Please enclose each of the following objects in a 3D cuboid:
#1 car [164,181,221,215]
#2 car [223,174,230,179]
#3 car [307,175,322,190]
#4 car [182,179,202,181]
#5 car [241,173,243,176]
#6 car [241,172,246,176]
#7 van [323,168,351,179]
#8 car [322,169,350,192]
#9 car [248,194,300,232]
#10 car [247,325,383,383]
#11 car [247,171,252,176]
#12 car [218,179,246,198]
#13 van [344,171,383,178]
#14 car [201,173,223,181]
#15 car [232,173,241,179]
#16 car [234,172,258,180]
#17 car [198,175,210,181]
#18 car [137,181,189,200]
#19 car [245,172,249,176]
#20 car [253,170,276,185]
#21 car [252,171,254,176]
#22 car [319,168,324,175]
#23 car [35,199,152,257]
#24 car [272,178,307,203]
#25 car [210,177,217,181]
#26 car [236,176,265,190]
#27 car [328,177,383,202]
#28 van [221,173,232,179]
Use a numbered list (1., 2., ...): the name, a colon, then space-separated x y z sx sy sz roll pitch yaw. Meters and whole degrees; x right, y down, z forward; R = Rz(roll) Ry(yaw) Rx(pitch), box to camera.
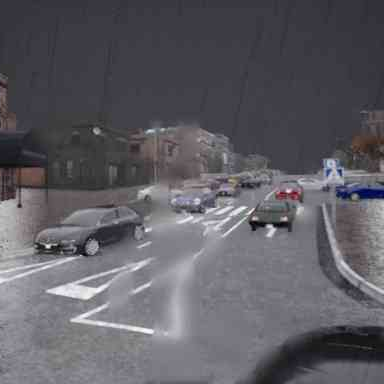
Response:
1. car: 0.181 0.452 22.704 2.097 1.767 4.553 0 4 19
2. car: 2.075 -1.130 44.294 5.008 1.535 2.097 -3 4 -1
3. car: 12.979 -0.823 36.350 4.674 1.442 1.812 0 5 25
4. car: -1.669 -0.134 33.160 4.792 1.488 2.163 -3 4 -1
5. car: 4.919 -1.853 52.607 5.008 1.535 2.097 -3 4 -1
6. car: 5.909 -2.066 55.373 4.792 1.488 2.163 -3 4 -1
7. van: 27.463 -3.569 62.915 4.442 1.987 1.878 -1 4 -1
8. car: 16.017 -0.866 31.968 5.566 2.045 2.435 -1 5 1
9. car: 4.073 1.028 16.290 1.895 1.301 4.718 0 4 20
10. car: 2.549 1.474 1.528 4.902 1.511 2.128 -1 0 39
11. car: 7.793 -2.575 60.901 4.892 1.521 2.231 -3 4 -1
12. car: 3.542 -0.175 32.326 1.994 1.385 4.181 0 5 20
13. van: 15.108 -0.596 29.180 4.442 1.987 1.878 -1 4 1
14. car: 1.159 -1.014 41.496 4.553 1.767 2.185 -3 4 -1
15. car: 4.162 -1.624 49.840 5.366 1.575 1.946 -3 4 -1
16. car: 11.635 -3.491 71.962 4.674 1.452 2.002 -3 4 -1
17. car: -0.731 -0.530 35.928 4.553 1.767 2.185 -3 4 -1
18. car: -2.640 0.120 30.373 4.674 1.452 2.002 -3 4 -1
19. car: 6.825 -2.335 58.141 5.008 1.535 2.097 -3 4 -1
20. car: 11.030 -2.021 50.628 2.097 1.767 4.553 0 5 19
21. car: 8.754 -2.815 63.661 4.892 1.521 2.231 -3 4 -1
22. car: 23.393 -2.604 51.623 5.566 2.045 2.435 -1 4 0
23. car: -3.510 1.303 12.409 1.837 1.490 4.892 0 3 22
24. car: 8.129 -0.170 27.549 2.097 1.767 4.553 0 5 20
25. car: 0.160 -0.615 38.723 4.792 1.488 2.163 -3 4 -1
26. car: 7.400 -0.984 41.817 1.895 1.301 4.718 0 5 25
27. car: 13.936 -0.121 26.403 5.008 1.535 2.097 -1 4 1
28. van: 2.901 -1.591 47.049 4.442 1.987 1.878 -3 4 -1
